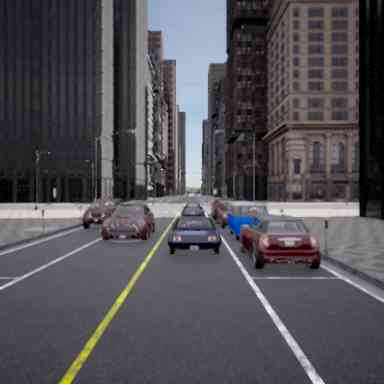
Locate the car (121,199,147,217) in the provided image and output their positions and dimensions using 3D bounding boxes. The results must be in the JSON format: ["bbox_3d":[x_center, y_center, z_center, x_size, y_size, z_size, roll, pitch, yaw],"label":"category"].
[{"bbox_3d":[-5.774,1.544,33.719,1.967,1.590,4.097,0,0,0],"label":"car"}]

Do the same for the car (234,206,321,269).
[{"bbox_3d":[2.756,1.475,11.315,1.967,1.590,4.097,0,0,0],"label":"car"}]

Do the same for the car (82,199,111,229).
[{"bbox_3d":[-5.772,1.385,22.515,2.192,1.841,5.009,0,0,0],"label":"car"}]

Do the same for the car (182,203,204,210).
[{"bbox_3d":[0.087,1.654,29.337,1.994,1.385,4.181,0,0,0],"label":"car"}]

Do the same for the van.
[{"bbox_3d":[2.755,1.393,16.917,1.690,1.788,3.998,0,0,0],"label":"van"}]

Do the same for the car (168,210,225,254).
[{"bbox_3d":[0.091,1.643,13.680,1.895,1.301,4.718,0,0,0],"label":"car"}]

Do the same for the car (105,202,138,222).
[{"bbox_3d":[-5.772,1.612,27.947,1.752,1.417,4.829,0,0,0],"label":"car"}]

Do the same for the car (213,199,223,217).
[{"bbox_3d":[2.754,1.510,22.518,1.967,1.590,4.097,0,0,0],"label":"car"}]

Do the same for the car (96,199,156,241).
[{"bbox_3d":[-3.101,1.405,17.061,2.097,1.767,4.553,0,0,0],"label":"car"}]

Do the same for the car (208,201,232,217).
[{"bbox_3d":[2.752,1.655,33.722,2.008,1.369,4.403,0,0,0],"label":"car"}]

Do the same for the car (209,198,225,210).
[{"bbox_3d":[2.752,1.402,28.121,2.192,1.841,5.009,0,0,0],"label":"car"}]
